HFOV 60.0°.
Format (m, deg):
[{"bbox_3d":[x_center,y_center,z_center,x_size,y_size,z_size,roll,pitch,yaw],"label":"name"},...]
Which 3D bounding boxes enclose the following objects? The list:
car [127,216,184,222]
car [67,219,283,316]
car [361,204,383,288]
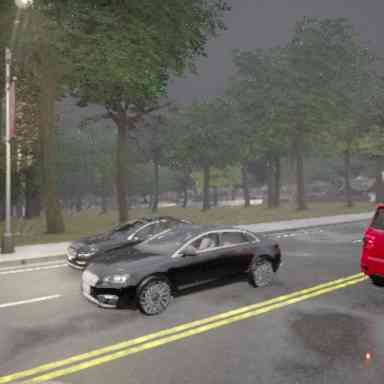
[{"bbox_3d":[-1.422,1.573,10.671,4.892,1.490,1.837,0,0,-36],"label":"car"},{"bbox_3d":[0.002,1.533,7.692,4.902,1.511,2.128,0,0,-36],"label":"car"},{"bbox_3d":[6.272,1.191,7.966,5.566,2.045,2.150,-1,0,-36],"label":"car"}]
